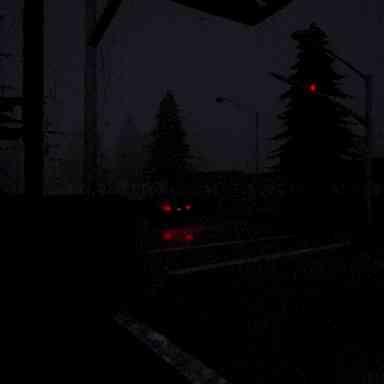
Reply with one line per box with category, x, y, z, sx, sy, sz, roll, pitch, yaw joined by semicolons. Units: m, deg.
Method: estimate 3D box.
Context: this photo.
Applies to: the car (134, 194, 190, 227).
car;-2.295;1.123;22.595;2.150;2.045;5.566;0;1;-34
